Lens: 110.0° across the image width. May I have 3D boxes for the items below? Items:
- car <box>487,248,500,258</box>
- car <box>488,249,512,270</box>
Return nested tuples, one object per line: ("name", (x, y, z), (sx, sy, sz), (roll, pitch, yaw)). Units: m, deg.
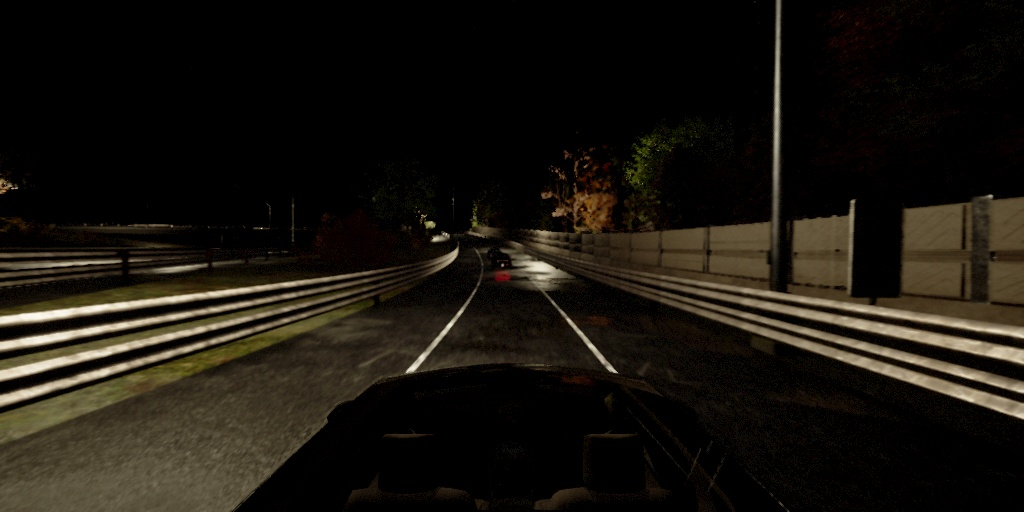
("car", (-2.192, -0.326, 45.653), (2.033, 1.411, 5.357), (0, 4, -7))
("car", (-1.035, 0.421, 34.012), (1.837, 1.490, 4.892), (0, 3, -5))
